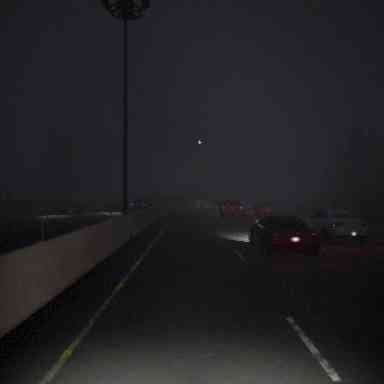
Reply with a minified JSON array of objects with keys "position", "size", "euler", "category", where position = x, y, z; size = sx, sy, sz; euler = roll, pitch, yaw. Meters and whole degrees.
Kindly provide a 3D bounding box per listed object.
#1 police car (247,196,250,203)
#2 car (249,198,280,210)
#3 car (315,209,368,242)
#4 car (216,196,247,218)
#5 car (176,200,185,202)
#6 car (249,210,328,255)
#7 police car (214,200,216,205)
[{"position":[12.697,1.776,78.478],"size":[1.930,1.638,5.238],"euler":[0,0,31],"category":"police car"},{"position":[7.377,1.631,34.243],"size":[1.882,1.535,5.008],"euler":[0,0,4],"category":"car"},{"position":[7.080,1.602,16.864],"size":[1.812,1.442,4.674],"euler":[0,0,0],"category":"car"},{"position":[3.768,1.497,32.369],"size":[2.097,1.767,4.553],"euler":[0,0,2],"category":"car"},{"position":[-2.878,1.772,76.825],"size":[2.033,1.411,5.357],"euler":[0,0,25],"category":"car"},{"position":[3.596,1.625,13.553],"size":[1.994,1.385,4.181],"euler":[0,0,0],"category":"car"},{"position":[5.896,1.715,64.750],"size":[1.930,1.638,5.238],"euler":[0,0,22],"category":"police car"}]
